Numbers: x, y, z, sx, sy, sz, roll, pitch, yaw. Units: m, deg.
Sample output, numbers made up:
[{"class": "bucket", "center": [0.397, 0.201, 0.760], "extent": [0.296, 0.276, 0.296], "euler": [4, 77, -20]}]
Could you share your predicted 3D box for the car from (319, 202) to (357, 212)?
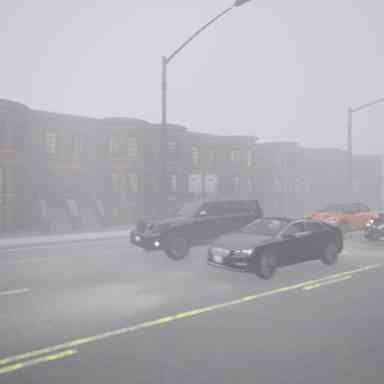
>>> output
[{"class": "car", "center": [8.214, 1.382, 18.408], "extent": [4.553, 1.767, 2.097], "euler": [0, 0, -35]}]

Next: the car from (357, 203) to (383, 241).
[{"class": "car", "center": [9.967, 1.381, 15.367], "extent": [4.553, 1.767, 2.097], "euler": [0, 0, -35]}]

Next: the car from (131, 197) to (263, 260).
[{"class": "car", "center": [0.458, 1.235, 12.872], "extent": [5.566, 2.045, 2.150], "euler": [0, 0, -34]}]

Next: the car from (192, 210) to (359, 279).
[{"class": "car", "center": [2.682, 1.505, 10.175], "extent": [4.902, 1.511, 2.128], "euler": [0, 0, -35]}]
